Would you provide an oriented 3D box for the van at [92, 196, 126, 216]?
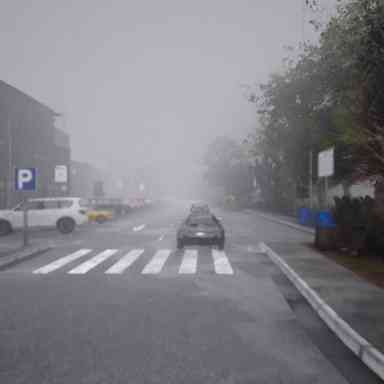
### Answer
[{"bbox_3d":[-8.888,1.496,31.330,4.442,1.987,1.878,-1,0,-19],"label":"van"}]

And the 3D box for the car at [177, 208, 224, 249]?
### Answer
[{"bbox_3d":[0.404,1.644,15.072,1.994,1.385,4.181,0,0,2],"label":"car"}]

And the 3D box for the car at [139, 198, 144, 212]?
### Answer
[{"bbox_3d":[-8.648,1.836,40.381,4.674,1.452,2.002,-1,-1,-19],"label":"car"}]

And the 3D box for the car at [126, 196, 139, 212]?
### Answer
[{"bbox_3d":[-8.726,1.645,37.375,4.553,1.767,2.185,-1,-1,-19],"label":"car"}]

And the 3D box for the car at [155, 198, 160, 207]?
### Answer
[{"bbox_3d":[-8.438,1.652,52.406,5.566,2.045,2.435,-1,-1,-19],"label":"car"}]

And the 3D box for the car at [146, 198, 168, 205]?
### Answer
[{"bbox_3d":[-8.093,2.201,76.403,4.674,1.452,2.002,-1,-1,-19],"label":"car"}]

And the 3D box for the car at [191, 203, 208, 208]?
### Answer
[{"bbox_3d":[0.795,1.848,35.419,1.895,1.301,4.718,0,0,1],"label":"car"}]

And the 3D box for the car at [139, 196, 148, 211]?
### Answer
[{"bbox_3d":[-8.571,1.695,43.391,4.553,1.767,2.185,-1,0,-19],"label":"car"}]

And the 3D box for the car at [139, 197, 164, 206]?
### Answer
[{"bbox_3d":[-8.256,1.933,67.394,4.553,1.767,2.185,-1,-1,-19],"label":"car"}]

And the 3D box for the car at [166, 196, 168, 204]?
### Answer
[{"bbox_3d":[-8.210,1.966,70.395,4.553,1.767,2.185,-1,-1,-19],"label":"car"}]

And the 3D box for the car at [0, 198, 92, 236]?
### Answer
[{"bbox_3d":[-8.945,1.370,19.338,5.566,2.045,2.435,-1,0,-19],"label":"car"}]

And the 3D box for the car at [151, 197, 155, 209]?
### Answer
[{"bbox_3d":[-8.482,1.905,49.404,4.792,1.488,2.163,-1,-1,-19],"label":"car"}]

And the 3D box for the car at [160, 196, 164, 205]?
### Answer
[{"bbox_3d":[-8.189,1.958,58.459,5.366,1.575,1.946,-1,-1,-19],"label":"car"}]

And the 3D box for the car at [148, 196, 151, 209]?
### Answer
[{"bbox_3d":[-8.524,1.722,46.391,4.553,1.767,2.185,-1,0,-19],"label":"car"}]

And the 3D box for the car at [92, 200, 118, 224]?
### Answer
[{"bbox_3d":[-8.676,1.666,25.426,5.366,1.575,1.946,-1,-1,-19],"label":"car"}]

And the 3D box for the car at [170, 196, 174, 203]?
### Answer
[{"bbox_3d":[-7.984,2.270,85.403,4.892,1.521,2.231,-1,-1,-19],"label":"car"}]

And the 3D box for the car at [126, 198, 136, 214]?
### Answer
[{"bbox_3d":[-8.727,1.745,34.371,5.008,1.535,2.097,-1,0,-19],"label":"car"}]

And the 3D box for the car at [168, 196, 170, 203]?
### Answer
[{"bbox_3d":[-8.105,2.154,73.412,4.792,1.488,2.163,-1,-1,-19],"label":"car"}]

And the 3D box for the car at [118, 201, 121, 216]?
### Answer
[{"bbox_3d":[-8.820,1.736,28.369,4.674,1.452,2.002,-1,-1,-19],"label":"car"}]

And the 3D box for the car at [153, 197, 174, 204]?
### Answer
[{"bbox_3d":[-7.734,2.336,91.466,5.366,1.575,1.946,-1,-1,-19],"label":"car"}]

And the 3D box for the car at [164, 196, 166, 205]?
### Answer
[{"bbox_3d":[-8.306,1.742,61.421,5.566,2.045,2.435,-1,-1,-19],"label":"car"}]
